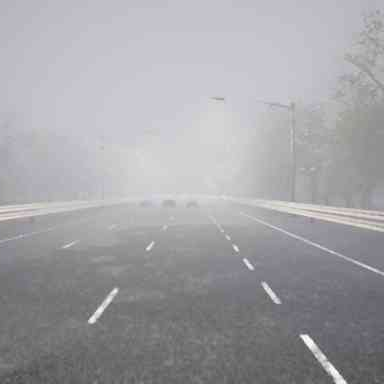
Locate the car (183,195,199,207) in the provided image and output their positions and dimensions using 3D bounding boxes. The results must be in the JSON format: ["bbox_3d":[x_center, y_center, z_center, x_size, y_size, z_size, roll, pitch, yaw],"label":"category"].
[{"bbox_3d":[0.054,1.609,51.821,2.033,1.411,5.357,0,0,0],"label":"car"}]

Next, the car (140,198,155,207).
[{"bbox_3d":[-6.947,1.592,51.978,1.812,1.442,4.674,0,0,0],"label":"car"}]

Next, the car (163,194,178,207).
[{"bbox_3d":[-3.448,1.542,51.933,1.882,1.535,5.008,0,0,0],"label":"car"}]
